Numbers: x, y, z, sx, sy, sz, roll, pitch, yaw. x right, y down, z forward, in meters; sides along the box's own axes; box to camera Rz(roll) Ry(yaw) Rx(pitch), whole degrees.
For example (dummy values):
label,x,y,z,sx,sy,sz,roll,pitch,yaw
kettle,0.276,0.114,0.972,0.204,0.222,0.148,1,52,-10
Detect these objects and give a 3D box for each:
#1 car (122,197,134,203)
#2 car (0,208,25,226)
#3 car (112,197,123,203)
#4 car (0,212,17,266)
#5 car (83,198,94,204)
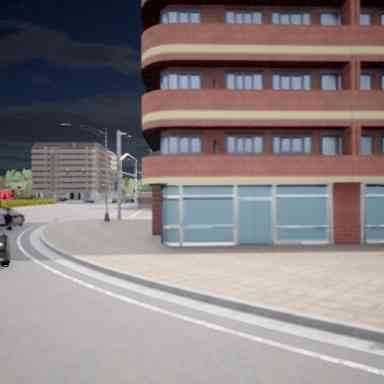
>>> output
label,x,y,z,sx,sy,sz,roll,pitch,yaw
car,-16.859,2.300,90.010,1.812,1.442,4.674,0,0,-3
car,-12.918,1.800,22.726,2.033,1.411,5.357,0,0,-15
car,-20.355,2.334,89.850,2.033,1.411,5.357,0,0,-3
car,-7.430,1.639,11.314,1.837,1.490,4.892,0,0,-36
car,-27.262,2.384,87.676,2.033,1.411,5.357,0,0,-3
